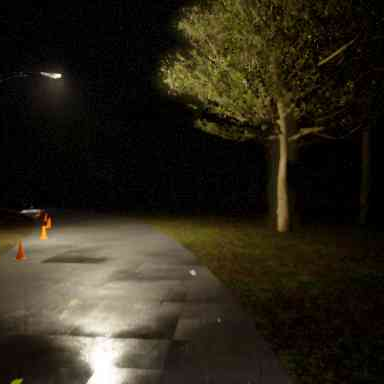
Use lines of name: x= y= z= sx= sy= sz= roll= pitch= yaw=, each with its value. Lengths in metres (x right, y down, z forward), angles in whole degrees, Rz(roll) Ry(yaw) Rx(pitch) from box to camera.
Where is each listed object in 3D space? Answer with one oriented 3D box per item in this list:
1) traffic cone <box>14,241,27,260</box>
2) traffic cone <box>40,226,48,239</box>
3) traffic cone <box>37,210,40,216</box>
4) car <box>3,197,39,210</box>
traffic cone: x=-5.701 y=1.926 z=11.057 sx=0.340 sy=0.580 sz=0.340 roll=0 pitch=0 yaw=-13
traffic cone: x=-6.976 y=1.893 z=15.664 sx=0.340 sy=0.580 sz=0.340 roll=-1 pitch=1 yaw=-18
traffic cone: x=-13.155 y=1.795 z=28.562 sx=0.340 sy=0.580 sz=0.340 roll=-1 pitch=1 yaw=-33
car: x=-20.165 y=1.315 z=39.068 sx=5.357 sy=1.411 sz=2.033 roll=0 pitch=1 yaw=37
